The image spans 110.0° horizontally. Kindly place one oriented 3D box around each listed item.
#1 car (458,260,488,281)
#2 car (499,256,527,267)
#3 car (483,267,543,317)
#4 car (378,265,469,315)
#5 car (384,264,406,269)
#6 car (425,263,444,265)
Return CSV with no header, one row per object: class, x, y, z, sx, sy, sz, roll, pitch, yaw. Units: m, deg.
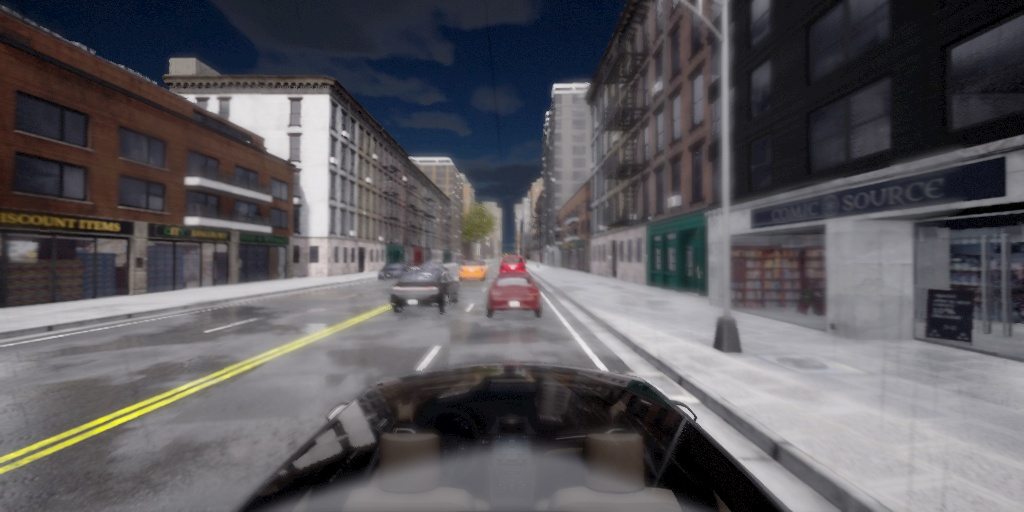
car,-3.160,1.185,30.620,2.097,1.767,4.553,0,0,0
car,0.092,1.052,30.064,2.150,2.045,5.566,0,0,0
car,0.093,1.306,13.197,1.812,1.442,4.674,0,0,0
car,-3.157,1.273,13.864,2.128,1.511,4.902,0,0,0
car,-9.853,1.396,30.654,1.994,1.385,4.181,0,0,0
car,-6.604,1.322,30.183,2.128,1.511,4.902,0,0,0
